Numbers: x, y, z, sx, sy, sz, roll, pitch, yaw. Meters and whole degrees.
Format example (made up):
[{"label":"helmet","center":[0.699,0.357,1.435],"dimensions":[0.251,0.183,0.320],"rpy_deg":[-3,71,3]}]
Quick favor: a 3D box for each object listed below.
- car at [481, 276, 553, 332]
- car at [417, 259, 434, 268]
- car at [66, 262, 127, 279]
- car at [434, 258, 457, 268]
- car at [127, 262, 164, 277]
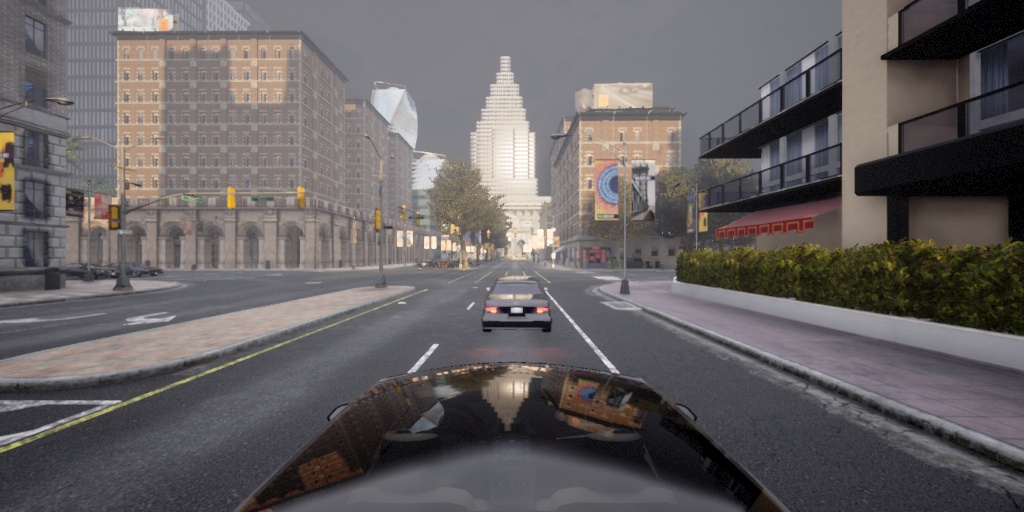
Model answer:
[{"label":"car","center":[0.148,1.295,10.776],"dimensions":[2.033,1.411,5.357],"rpy_deg":[0,0,1]},{"label":"car","center":[-14.506,1.226,61.595],"dimensions":[2.128,1.511,4.902],"rpy_deg":[0,0,1]},{"label":"car","center":[-36.928,1.268,31.120],"dimensions":[4.674,1.442,1.812],"rpy_deg":[0,0,0]},{"label":"car","center":[-11.037,1.087,59.708],"dimensions":[2.097,1.767,4.553],"rpy_deg":[0,0,1]},{"label":"car","center":[-36.991,1.289,34.612],"dimensions":[5.357,1.411,2.033],"rpy_deg":[0,0,0]}]
